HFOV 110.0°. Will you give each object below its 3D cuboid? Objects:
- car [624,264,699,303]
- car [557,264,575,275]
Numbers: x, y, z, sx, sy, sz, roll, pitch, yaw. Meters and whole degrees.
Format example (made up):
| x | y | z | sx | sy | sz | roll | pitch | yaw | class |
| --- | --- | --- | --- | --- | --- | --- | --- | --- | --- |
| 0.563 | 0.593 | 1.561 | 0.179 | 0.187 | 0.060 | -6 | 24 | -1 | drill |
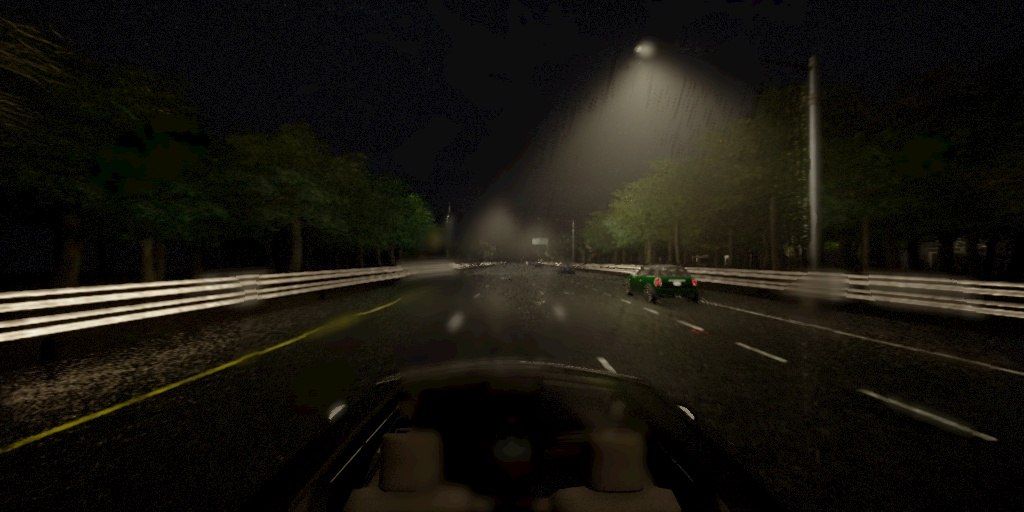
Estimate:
| x | y | z | sx | sy | sz | roll | pitch | yaw | class |
| --- | --- | --- | --- | --- | --- | --- | --- | --- | --- |
| 7.007 | 1.200 | 17.341 | 2.097 | 1.767 | 4.553 | 0 | 0 | 0 | car |
| 7.095 | 1.756 | 47.509 | 2.033 | 1.411 | 5.357 | 0 | -1 | 0 | car |
